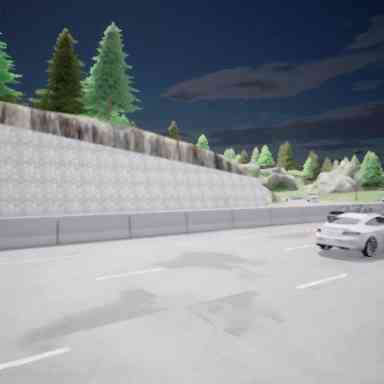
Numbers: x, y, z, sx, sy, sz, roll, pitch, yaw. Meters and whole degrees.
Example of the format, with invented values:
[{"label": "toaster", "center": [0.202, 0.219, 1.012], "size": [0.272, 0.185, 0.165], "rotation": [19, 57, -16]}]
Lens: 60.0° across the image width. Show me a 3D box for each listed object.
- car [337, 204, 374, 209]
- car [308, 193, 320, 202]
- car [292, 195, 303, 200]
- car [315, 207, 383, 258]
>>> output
[{"label": "car", "center": [9.834, 1.475, 19.363], "size": [4.902, 1.511, 2.128], "rotation": [0, 0, -36]}, {"label": "car", "center": [26.463, 1.172, 72.405], "size": [2.150, 2.045, 5.566], "rotation": [0, 0, 17]}, {"label": "car", "center": [28.178, 1.519, 89.113], "size": [1.895, 1.301, 4.718], "rotation": [0, 0, 0]}, {"label": "car", "center": [6.618, 1.515, 12.769], "size": [4.674, 1.442, 1.812], "rotation": [0, 0, -35]}]
